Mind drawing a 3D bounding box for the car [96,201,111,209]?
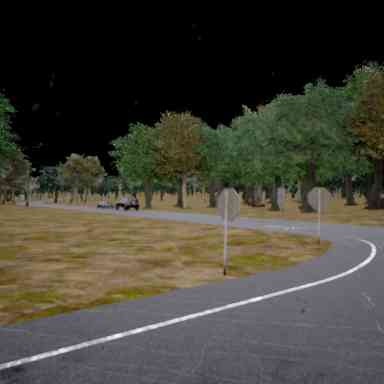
[{"bbox_3d":[-15.766,2.297,60.176,2.128,1.511,4.902,2,-2,-34],"label":"car"}]

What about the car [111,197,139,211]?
[{"bbox_3d":[-10.158,1.865,52.030,2.150,2.045,5.566,2,-2,-34],"label":"car"}]
